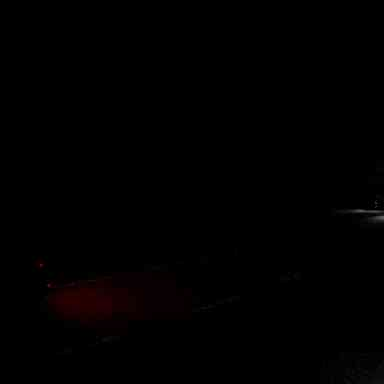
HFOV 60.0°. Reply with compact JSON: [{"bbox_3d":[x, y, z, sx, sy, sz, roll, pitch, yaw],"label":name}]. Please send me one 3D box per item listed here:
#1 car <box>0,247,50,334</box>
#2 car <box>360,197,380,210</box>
[{"bbox_3d":[-4.771,1.536,4.961,4.902,1.511,2.128,0,0,-37],"label":"car"},{"bbox_3d":[23.819,1.463,44.468,2.097,1.767,4.553,0,0,32],"label":"car"}]
